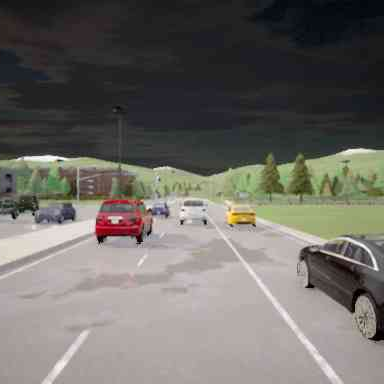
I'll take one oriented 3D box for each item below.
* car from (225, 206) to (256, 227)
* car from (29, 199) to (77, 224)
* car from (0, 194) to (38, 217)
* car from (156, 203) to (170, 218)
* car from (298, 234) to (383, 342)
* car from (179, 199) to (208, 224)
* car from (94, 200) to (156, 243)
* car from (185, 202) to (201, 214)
[{"bbox_3d":[3.624,1.785,25.617,1.882,1.535,5.008,0,-1,0],"label":"car"},{"bbox_3d":[-11.473,1.695,28.242,2.097,1.767,4.553,0,-1,0],"label":"car"},{"bbox_3d":[-14.973,1.175,28.191,2.150,2.045,5.566,0,-1,0],"label":"car"},{"bbox_3d":[-3.378,1.954,35.825,1.812,1.442,4.674,0,-1,0],"label":"car"},{"bbox_3d":[3.614,1.573,6.611,2.128,1.511,4.902,0,-1,0],"label":"car"},{"bbox_3d":[0.125,1.558,27.811,2.150,2.045,5.566,0,0,0],"label":"car"},{"bbox_3d":[-3.383,1.429,17.339,2.150,2.045,5.566,0,-1,0],"label":"car"},{"bbox_3d":[0.112,2.092,44.218,1.994,1.385,4.181,0,-1,0],"label":"car"}]
